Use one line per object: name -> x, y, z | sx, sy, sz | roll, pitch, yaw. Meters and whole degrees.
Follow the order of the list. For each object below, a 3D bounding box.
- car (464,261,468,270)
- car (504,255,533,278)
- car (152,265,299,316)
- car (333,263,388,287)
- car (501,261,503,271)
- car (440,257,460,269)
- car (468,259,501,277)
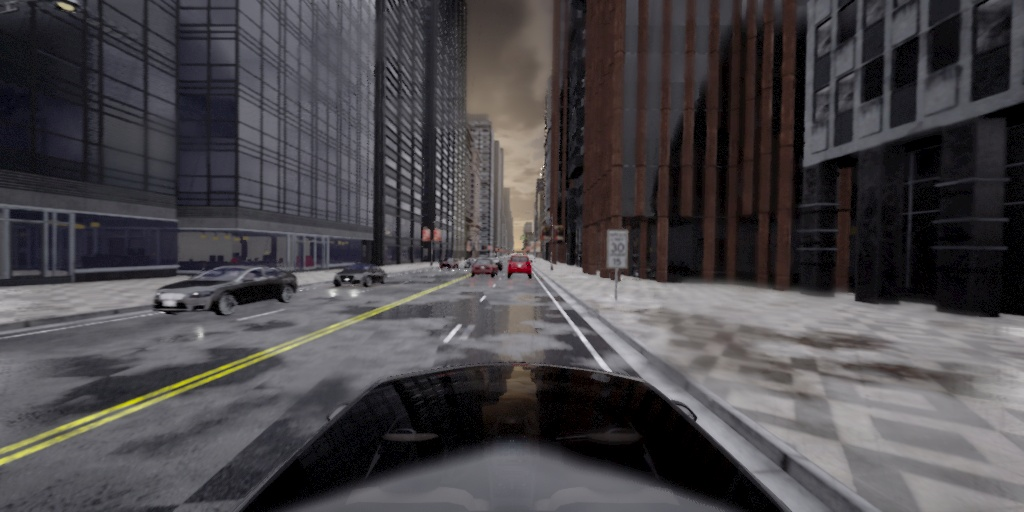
car -> -5.454, 1.214, 50.098 | 1.994, 1.385, 4.181 | 1, 0, 1
car -> 0.722, 0.944, 33.256 | 2.150, 2.045, 5.566 | 1, 0, 2
car -> -9.644, 1.084, 12.614 | 2.128, 1.511, 4.902 | 1, 0, 1
car -> -9.409, 1.148, 22.542 | 1.994, 1.385, 4.181 | 1, 0, 2
car -> -2.201, 1.142, 47.910 | 1.882, 1.535, 5.008 | 1, 0, 2
car -> -8.700, 0.968, 50.200 | 2.097, 1.767, 4.553 | 1, 0, 1
car -> -2.506, 1.027, 33.925 | 2.097, 1.767, 4.553 | 1, 0, 3
